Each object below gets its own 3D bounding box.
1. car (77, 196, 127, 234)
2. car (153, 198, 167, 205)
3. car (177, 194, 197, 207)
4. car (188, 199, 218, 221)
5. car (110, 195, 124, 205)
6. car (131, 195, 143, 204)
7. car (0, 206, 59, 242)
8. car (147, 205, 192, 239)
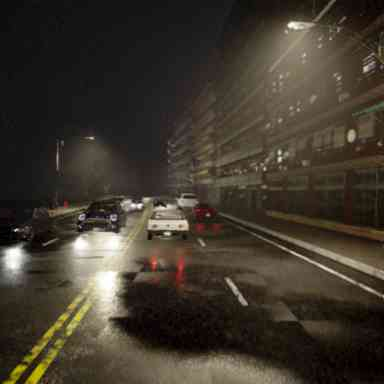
[{"bbox_3d":[-4.876,1.253,18.497,2.097,1.767,4.553,1,0,-5],"label":"car"},{"bbox_3d":[-4.590,1.511,47.159,1.895,1.301,4.718,1,0,-8],"label":"car"},{"bbox_3d":[-0.595,1.213,41.210,2.150,2.045,5.566,1,0,-7],"label":"car"},{"bbox_3d":[0.993,1.545,27.252,1.812,1.442,4.674,1,0,-5],"label":"car"},{"bbox_3d":[-12.545,1.318,55.938,1.994,1.385,4.181,1,0,-8],"label":"car"},{"bbox_3d":[-9.679,1.301,58.851,2.128,1.511,4.902,1,0,-8],"label":"car"},{"bbox_3d":[-7.884,1.389,15.672,2.033,1.411,5.357,1,0,-5],"label":"car"},{"bbox_3d":[-1.275,1.573,17.097,1.895,1.301,4.718,1,0,-5],"label":"car"}]
